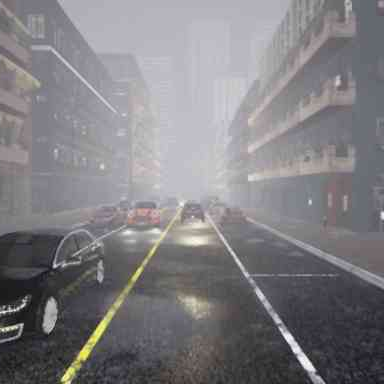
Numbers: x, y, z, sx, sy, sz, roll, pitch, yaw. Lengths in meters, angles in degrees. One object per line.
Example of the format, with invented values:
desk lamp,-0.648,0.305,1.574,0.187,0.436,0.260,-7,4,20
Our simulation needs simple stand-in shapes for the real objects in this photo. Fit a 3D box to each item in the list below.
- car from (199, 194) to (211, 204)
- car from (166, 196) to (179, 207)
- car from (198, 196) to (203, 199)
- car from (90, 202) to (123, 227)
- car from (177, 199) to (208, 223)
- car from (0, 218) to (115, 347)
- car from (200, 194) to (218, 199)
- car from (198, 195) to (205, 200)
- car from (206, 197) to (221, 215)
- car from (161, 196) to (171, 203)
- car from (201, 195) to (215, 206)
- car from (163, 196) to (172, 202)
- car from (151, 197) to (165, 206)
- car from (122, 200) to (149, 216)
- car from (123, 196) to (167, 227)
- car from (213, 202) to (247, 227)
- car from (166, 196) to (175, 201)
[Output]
car,2.652,1.403,67.474,2.192,1.841,5.009,-1,0,0
car,-3.085,1.548,53.807,1.882,1.535,5.008,0,0,0
car,0.051,1.577,40.180,1.812,1.442,4.674,0,0,0
car,-5.674,1.612,22.683,1.802,1.307,4.206,-1,0,0
car,0.068,1.539,26.132,1.837,1.490,4.892,0,0,0
car,-3.096,1.515,6.631,1.837,1.490,4.892,0,0,0
car,2.660,1.373,45.066,2.192,1.841,5.009,-1,0,0
car,2.643,1.653,95.654,1.752,1.417,4.829,-1,0,0
car,2.668,1.569,34.032,1.752,1.417,4.829,-1,0,0
car,-5.727,1.679,73.101,1.802,1.307,4.206,-1,0,0
car,2.656,1.388,56.270,2.192,1.841,5.009,-1,0,0
car,-5.730,1.687,78.703,1.802,1.307,4.206,-1,0,0
car,-5.728,1.625,56.295,2.008,1.369,4.403,-1,0,0
car,-5.679,1.595,33.887,2.008,1.369,4.403,-1,0,0
car,-3.108,1.381,22.929,2.097,1.767,4.553,0,0,0
car,2.673,1.611,22.657,1.802,1.307,4.206,-1,0,0
car,-5.734,1.672,89.908,2.008,1.369,4.403,-1,0,0
